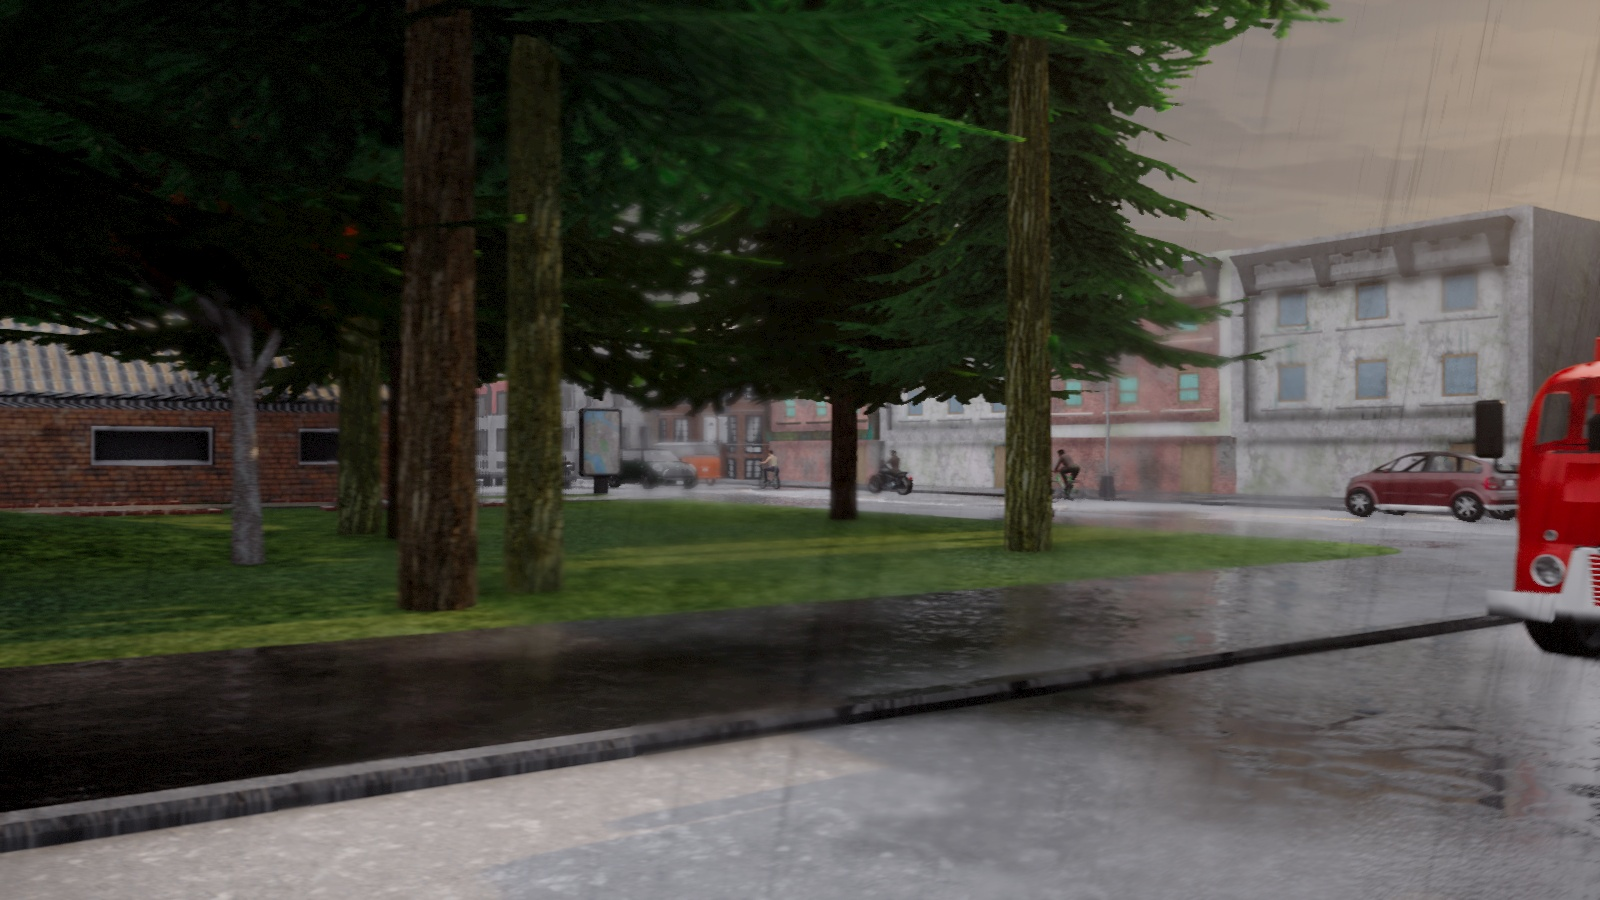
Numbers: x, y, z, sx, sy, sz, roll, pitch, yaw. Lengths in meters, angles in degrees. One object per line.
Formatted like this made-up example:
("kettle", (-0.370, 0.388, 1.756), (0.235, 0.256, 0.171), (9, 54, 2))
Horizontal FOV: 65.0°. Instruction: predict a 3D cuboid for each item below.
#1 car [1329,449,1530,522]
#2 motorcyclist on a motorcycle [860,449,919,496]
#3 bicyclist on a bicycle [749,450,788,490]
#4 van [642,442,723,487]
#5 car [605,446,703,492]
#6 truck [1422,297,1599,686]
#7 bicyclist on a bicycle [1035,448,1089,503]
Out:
("car", (14.313, 0.755, 28.720), (1.789, 1.549, 3.705), (0, 0, -34))
("motorcyclist on a motorcycle", (3.183, 0.790, 44.910), (0.766, 1.649, 2.350), (0, 0, -35))
("bicyclist on a bicycle", (-1.297, 0.802, 51.434), (0.866, 1.612, 1.509), (0, 0, -35))
("van", (-5.423, 0.642, 57.430), (1.775, 1.987, 4.442), (0, 0, -35))
("car", (-5.997, 0.734, 51.203), (2.097, 1.767, 4.553), (0, 0, -35))
("truck", (7.300, 0.262, 9.317), (5.204, 2.467, 2.627), (0, 0, -35))
("bicyclist on a bicycle", (7.920, 0.766, 38.016), (0.582, 1.620, 1.656), (0, 0, -34))
